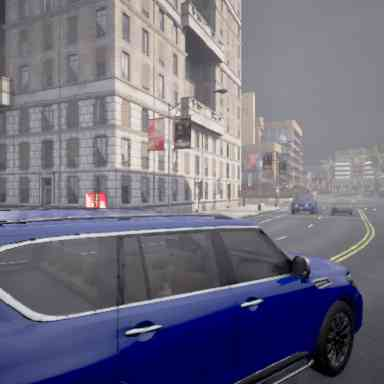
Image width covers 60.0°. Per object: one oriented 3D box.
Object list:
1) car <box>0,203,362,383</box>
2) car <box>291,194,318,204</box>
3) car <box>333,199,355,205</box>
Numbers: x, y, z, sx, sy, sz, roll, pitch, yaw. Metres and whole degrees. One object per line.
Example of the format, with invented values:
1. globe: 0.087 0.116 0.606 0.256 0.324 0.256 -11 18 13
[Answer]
1. car: -0.210 1.213 3.752 5.566 2.045 2.150 1 -1 -40
2. car: 11.586 1.223 34.140 2.150 2.045 5.566 0 0 26
3. car: 14.648 1.506 32.433 1.837 1.490 4.892 0 0 26
